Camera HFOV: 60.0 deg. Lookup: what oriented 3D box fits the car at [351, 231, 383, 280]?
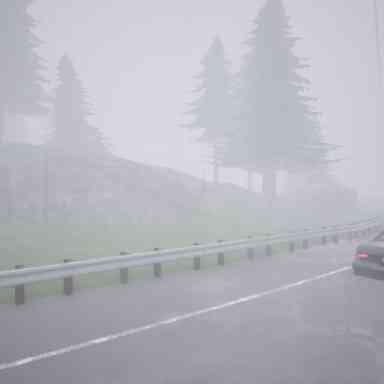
[{"bbox_3d":[6.230,1.548,8.925,5.357,1.411,2.033,0,0,-41],"label":"car"}]
